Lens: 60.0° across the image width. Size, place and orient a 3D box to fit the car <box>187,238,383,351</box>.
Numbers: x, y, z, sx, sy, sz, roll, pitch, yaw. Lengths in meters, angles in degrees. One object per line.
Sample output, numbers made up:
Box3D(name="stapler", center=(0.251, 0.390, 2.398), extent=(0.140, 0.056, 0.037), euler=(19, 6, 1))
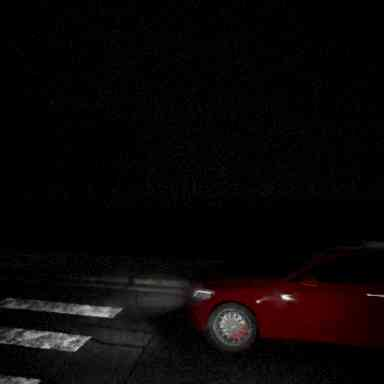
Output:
Box3D(name="car", center=(2.254, 1.480, 5.144), extent=(4.674, 1.442, 1.812), euler=(0, 1, 12))
